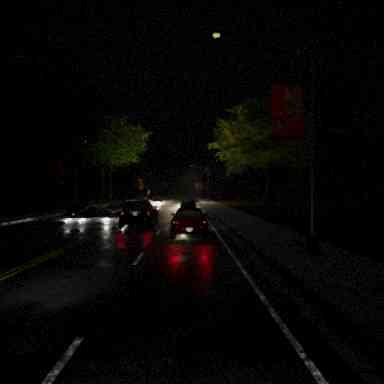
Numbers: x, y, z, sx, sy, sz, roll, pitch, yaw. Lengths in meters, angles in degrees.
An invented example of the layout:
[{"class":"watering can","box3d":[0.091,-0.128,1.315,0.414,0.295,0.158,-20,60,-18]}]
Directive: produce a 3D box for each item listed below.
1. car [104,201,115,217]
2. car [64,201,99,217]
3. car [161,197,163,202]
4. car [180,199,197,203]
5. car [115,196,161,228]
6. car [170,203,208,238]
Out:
[{"class":"car","box3d":[-7.042,1.536,31.947,1.812,1.442,4.674,0,0,-1]},{"class":"car","box3d":[-10.287,1.555,31.384,2.033,1.411,5.357,0,0,-1]},{"class":"car","box3d":[-7.470,1.595,72.476,1.895,1.301,4.718,0,0,-1]},{"class":"car","box3d":[-0.446,1.513,39.333,2.128,1.511,4.902,0,0,-1]},{"class":"car","box3d":[-3.468,1.358,22.230,2.097,1.767,4.553,0,0,-1]},{"class":"car","box3d":[-0.147,1.531,17.478,1.812,1.442,4.674,0,0,-1]}]
